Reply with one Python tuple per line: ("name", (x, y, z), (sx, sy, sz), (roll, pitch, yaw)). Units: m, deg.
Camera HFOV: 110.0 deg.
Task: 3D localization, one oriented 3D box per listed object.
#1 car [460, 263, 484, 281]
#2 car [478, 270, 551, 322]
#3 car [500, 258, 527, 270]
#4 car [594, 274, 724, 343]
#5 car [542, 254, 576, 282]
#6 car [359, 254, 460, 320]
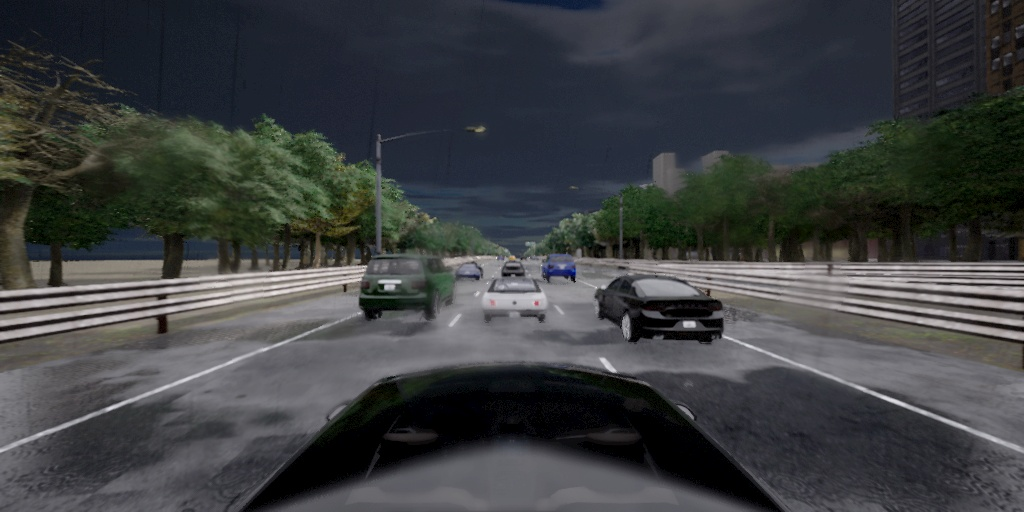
("car", (-3.415, 1.227, 29.480), (1.994, 1.385, 4.181), (0, 0, 0))
("car", (0.087, 1.339, 12.150), (1.895, 1.301, 4.718), (0, 0, 0))
("car", (0.086, 1.171, 29.051), (1.837, 1.490, 4.892), (0, 0, 0))
("car", (3.579, 1.221, 9.691), (1.882, 1.535, 5.008), (0, 0, 0))
("car", (3.588, 0.895, 28.041), (2.150, 2.045, 5.566), (0, 0, 0))
("car", (-3.413, 0.959, 12.710), (2.150, 2.045, 5.566), (0, 0, 0))
